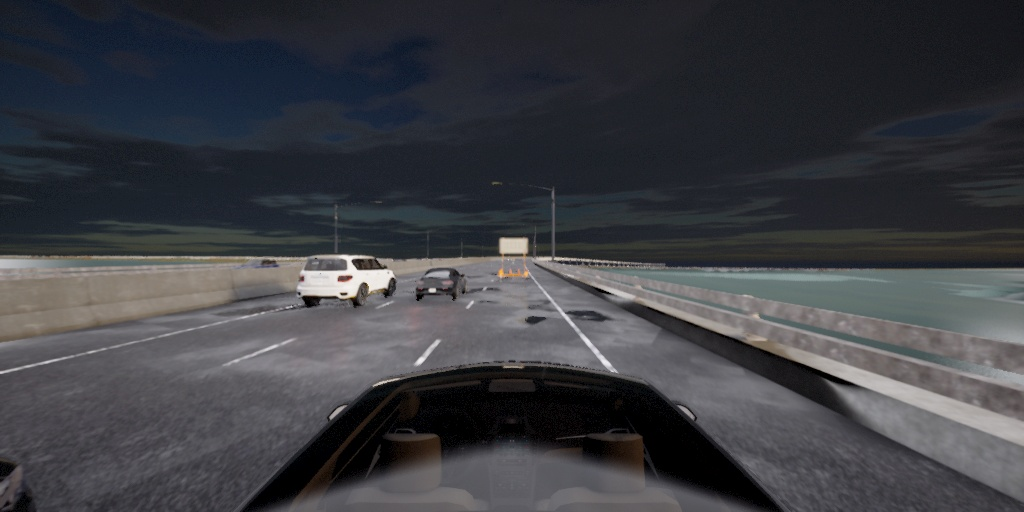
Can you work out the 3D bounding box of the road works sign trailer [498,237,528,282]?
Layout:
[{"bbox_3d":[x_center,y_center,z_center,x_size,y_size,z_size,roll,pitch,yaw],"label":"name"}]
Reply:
[{"bbox_3d":[0.139,0.228,29.248,2.380,3.560,2.880,0,0,1],"label":"road works sign trailer"}]

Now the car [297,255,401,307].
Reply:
[{"bbox_3d":[-6.859,0.978,15.519,2.150,2.045,5.566,0,0,0],"label":"car"}]

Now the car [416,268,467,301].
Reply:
[{"bbox_3d":[-3.348,1.284,17.451,1.812,1.442,4.674,0,0,0],"label":"car"}]

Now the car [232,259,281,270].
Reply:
[{"bbox_3d":[-24.381,1.116,34.336,2.097,1.767,4.553,0,0,1],"label":"car"}]
